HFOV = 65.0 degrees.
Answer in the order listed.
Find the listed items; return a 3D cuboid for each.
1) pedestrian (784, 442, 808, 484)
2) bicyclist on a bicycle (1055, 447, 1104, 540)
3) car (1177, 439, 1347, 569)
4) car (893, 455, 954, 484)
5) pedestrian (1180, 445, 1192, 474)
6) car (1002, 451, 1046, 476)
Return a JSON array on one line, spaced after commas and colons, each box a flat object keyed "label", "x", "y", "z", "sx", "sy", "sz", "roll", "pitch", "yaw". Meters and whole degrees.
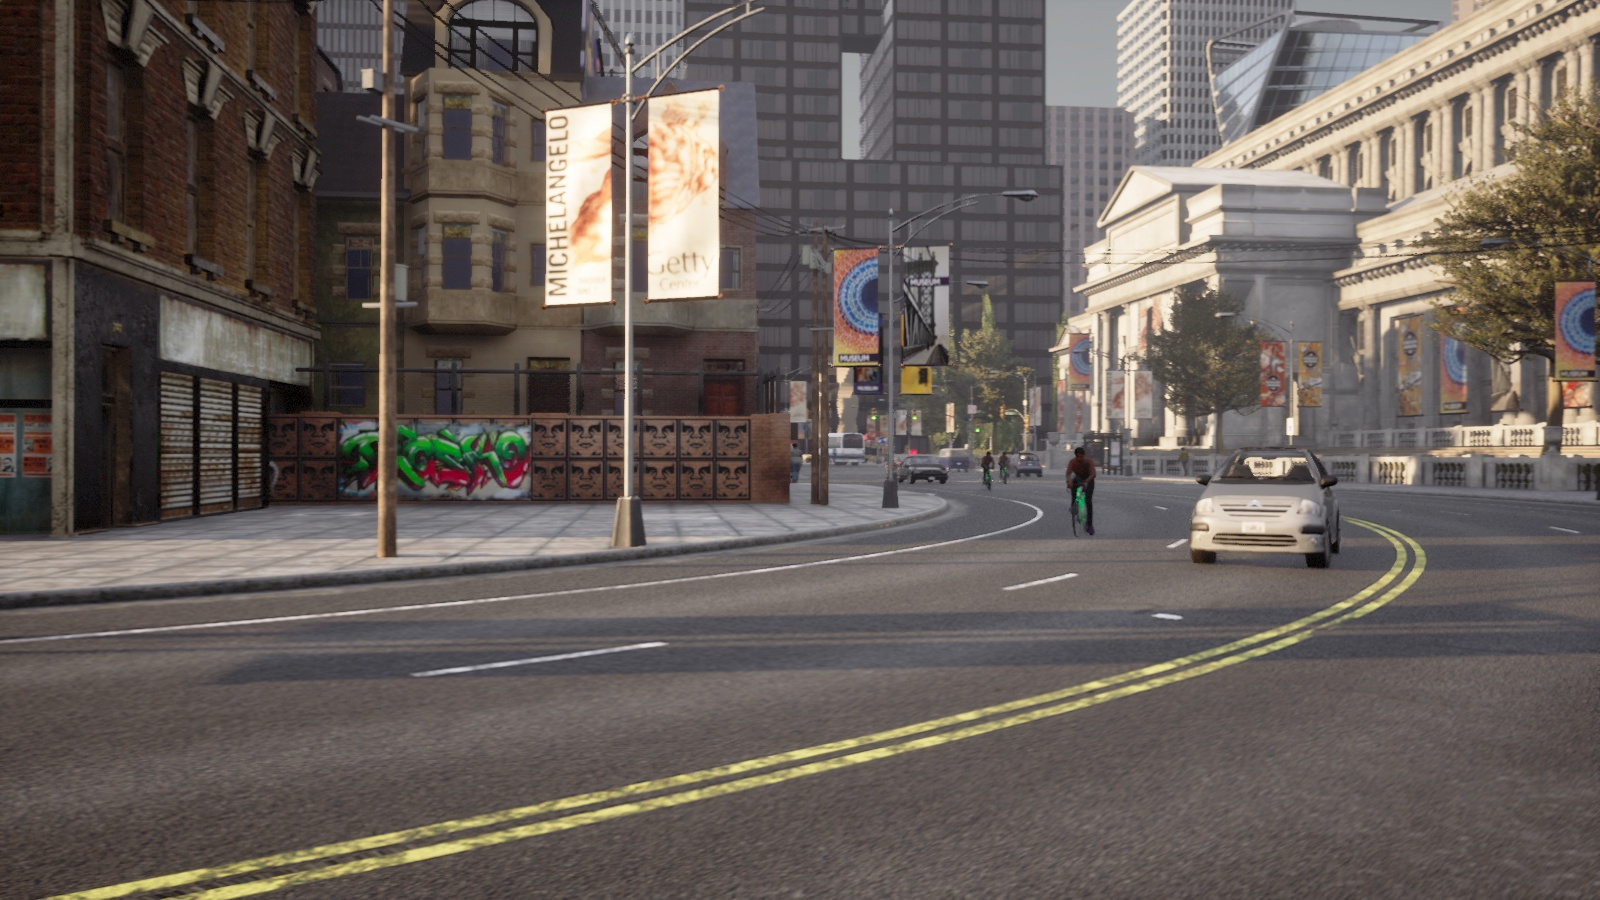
[{"label": "pedestrian", "x": -0.174, "y": 0.588, "z": 56.895, "sx": 0.874, "sy": 1.855, "sz": 0.900, "roll": 0, "pitch": 0, "yaw": -15}, {"label": "bicyclist on a bicycle", "x": 5.083, "y": 0.759, "z": 22.760, "sx": 0.582, "sy": 1.620, "sz": 1.656, "roll": -1, "pitch": 0, "yaw": 22}, {"label": "car", "x": 6.655, "y": 0.684, "z": 17.825, "sx": 1.851, "sy": 1.617, "sz": 3.988, "roll": 0, "pitch": 0, "yaw": 26}, {"label": "car", "x": 6.260, "y": 0.985, "z": 64.197, "sx": 2.033, "sy": 1.411, "sz": 5.357, "roll": 0, "pitch": 0, "yaw": -6}, {"label": "pedestrian", "x": 24.001, "y": 0.592, "z": 78.115, "sx": 0.370, "sy": 1.835, "sz": 0.726, "roll": 0, "pitch": 0, "yaw": -13}, {"label": "car", "x": 14.806, "y": 0.875, "z": 83.318, "sx": 1.851, "sy": 1.617, "sz": 3.988, "roll": 0, "pitch": 0, "yaw": -6}]
